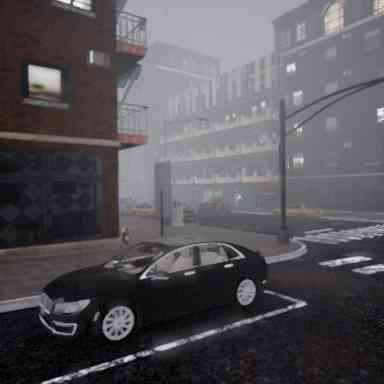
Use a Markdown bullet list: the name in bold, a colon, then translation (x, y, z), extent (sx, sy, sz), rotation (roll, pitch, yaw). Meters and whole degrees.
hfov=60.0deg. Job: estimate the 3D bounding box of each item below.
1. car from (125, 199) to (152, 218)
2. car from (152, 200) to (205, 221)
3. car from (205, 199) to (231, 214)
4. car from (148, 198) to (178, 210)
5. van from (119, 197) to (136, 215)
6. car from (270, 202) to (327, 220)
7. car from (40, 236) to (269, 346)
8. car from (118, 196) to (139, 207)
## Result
- **car**: translation (-4.305, 1.663, 31.617), extent (1.752, 1.417, 4.829), rotation (-1, 1, -36)
- **car**: translation (-1.188, 1.565, 27.253), extent (1.967, 1.590, 4.097), rotation (-1, 1, -36)
- **car**: translation (2.413, 1.461, 36.626), extent (1.967, 1.590, 4.097), rotation (-1, 1, -36)
- **car**: translation (-4.022, 1.601, 45.632), extent (2.008, 1.369, 4.403), rotation (-1, 1, -36)
- **van**: translation (-7.625, 1.494, 36.256), extent (1.690, 1.788, 3.998), rotation (-1, 1, -36)
- **car**: translation (8.750, 1.519, 27.760), extent (1.752, 1.417, 4.829), rotation (-1, 1, -36)
- **car**: translation (-0.450, 1.553, 6.251), extent (4.403, 1.369, 2.008), rotation (0, -1, -35)
- **car**: translation (-10.459, 1.520, 54.636), extent (1.967, 1.590, 4.097), rotation (-1, 1, -36)
